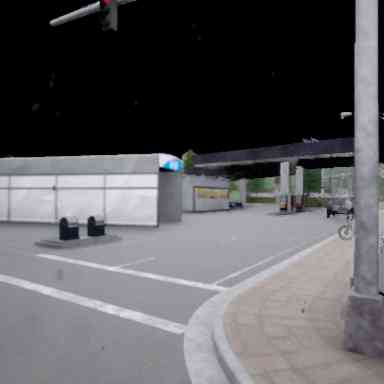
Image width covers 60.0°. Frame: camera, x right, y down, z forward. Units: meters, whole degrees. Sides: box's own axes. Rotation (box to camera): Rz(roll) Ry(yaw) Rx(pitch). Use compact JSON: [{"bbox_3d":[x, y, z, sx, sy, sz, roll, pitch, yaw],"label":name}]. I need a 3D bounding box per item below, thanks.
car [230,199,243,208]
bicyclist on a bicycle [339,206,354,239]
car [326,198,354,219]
[{"bbox_3d":[7.498,2.185,60.585,2.242,1.667,4.611,0,-1,32],"label":"car"},{"bbox_3d":[7.978,1.524,16.060,1.656,1.620,0.582,0,-1,33],"label":"bicyclist on a bicycle"},{"bbox_3d":[15.457,1.688,34.564,2.150,2.045,5.566,0,-1,33],"label":"car"}]
